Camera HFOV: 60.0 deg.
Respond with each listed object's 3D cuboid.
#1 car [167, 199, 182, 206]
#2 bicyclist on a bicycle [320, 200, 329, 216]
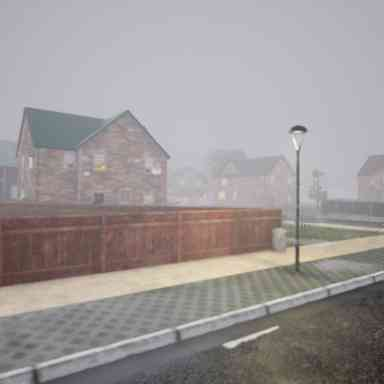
[{"bbox_3d":[-3.505,1.775,52.661,2.128,1.511,4.902,1,-1,-36],"label":"car"},{"bbox_3d":[13.593,1.626,34.097,1.656,1.620,0.582,1,-1,-36],"label":"bicyclist on a bicycle"}]
